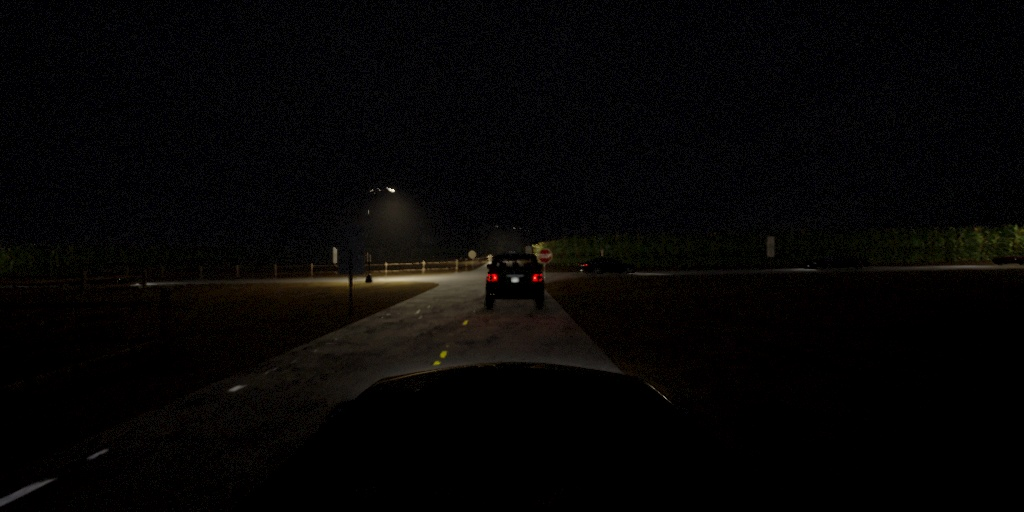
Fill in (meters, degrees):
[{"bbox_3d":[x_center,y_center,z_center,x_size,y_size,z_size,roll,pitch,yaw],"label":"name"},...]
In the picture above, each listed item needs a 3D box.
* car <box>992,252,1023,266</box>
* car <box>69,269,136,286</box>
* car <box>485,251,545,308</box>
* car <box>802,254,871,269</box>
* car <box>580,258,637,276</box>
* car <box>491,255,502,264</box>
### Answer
[{"bbox_3d":[49.092,0.300,34.150,4.718,1.301,1.895,-1,0,0],"label":"car"},{"bbox_3d":[-35.235,1.809,30.919,4.181,1.385,1.994,-1,0,0],"label":"car"},{"bbox_3d":[0.105,0.910,14.852,2.150,2.045,5.566,0,0,0],"label":"car"},{"bbox_3d":[30.869,0.516,34.162,5.357,1.411,2.033,-1,0,0],"label":"car"},{"bbox_3d":[8.367,0.918,31.089,4.892,1.490,1.837,-1,-2,-8],"label":"car"},{"bbox_3d":[-2.743,0.693,65.305,1.837,1.490,4.892,0,1,0],"label":"car"}]
